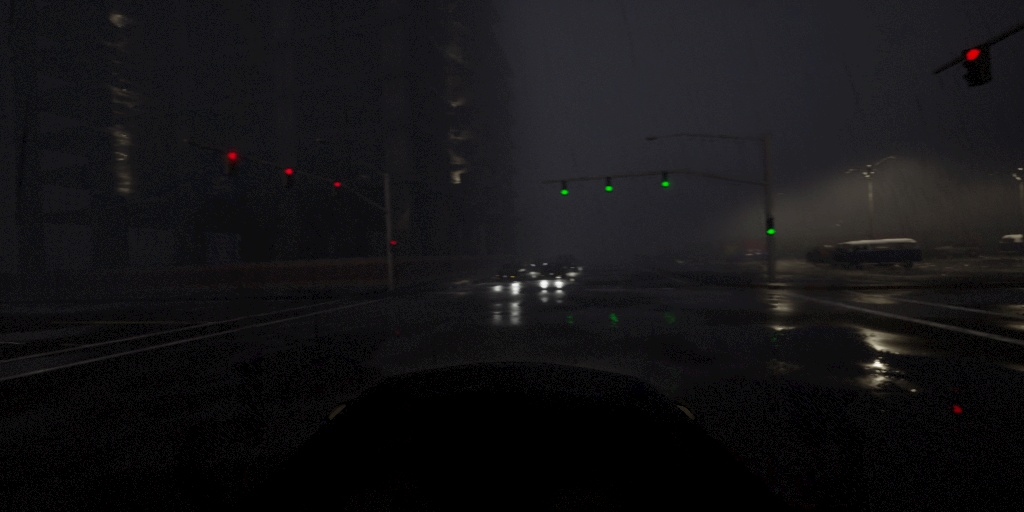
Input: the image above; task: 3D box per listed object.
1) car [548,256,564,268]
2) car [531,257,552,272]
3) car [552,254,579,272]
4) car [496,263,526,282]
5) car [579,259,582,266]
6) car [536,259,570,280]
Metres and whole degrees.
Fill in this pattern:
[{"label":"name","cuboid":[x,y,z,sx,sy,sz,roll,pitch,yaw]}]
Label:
[{"label":"car","cuboid":[7.763,1.009,63.375,2.150,2.045,5.566,-2,0,13]},{"label":"car","cuboid":[3.863,1.123,47.227,2.097,1.767,4.553,-2,0,13]},{"label":"car","cuboid":[6.581,0.860,43.654,2.150,2.045,5.566,-2,0,13]},{"label":"car","cuboid":[-0.013,1.365,30.952,1.837,1.490,4.892,-2,0,13]},{"label":"car","cuboid":[11.181,1.084,62.596,1.812,1.442,4.674,-2,0,13]},{"label":"car","cuboid":[3.681,1.273,31.357,1.994,1.385,4.181,-2,0,13]}]
